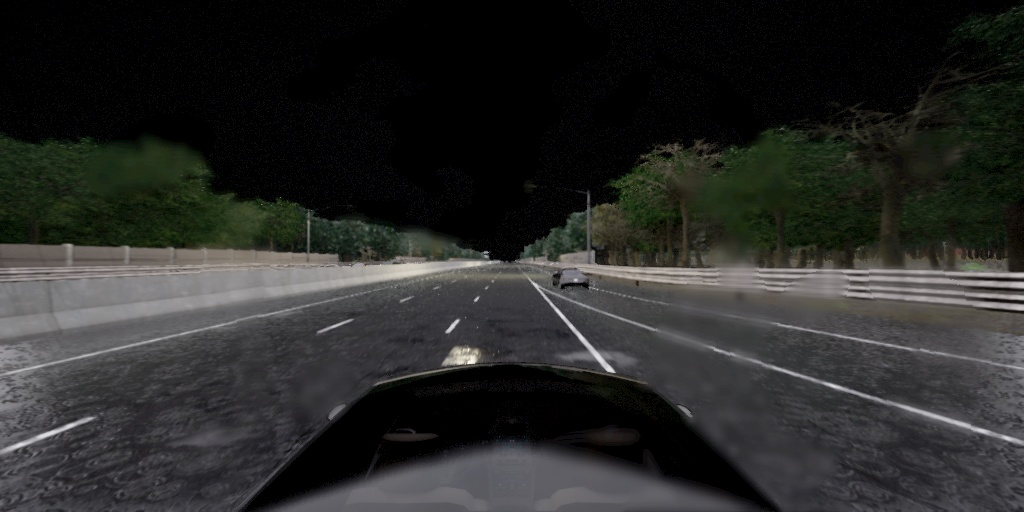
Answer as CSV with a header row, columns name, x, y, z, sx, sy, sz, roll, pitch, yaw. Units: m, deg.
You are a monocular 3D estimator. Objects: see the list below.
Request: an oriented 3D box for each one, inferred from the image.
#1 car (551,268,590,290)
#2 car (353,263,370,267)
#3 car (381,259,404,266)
name,x,y,z,sx,sy,sz,roll,pitch,yaw
car,3.972,1.532,24.961,1.994,1.385,4.181,0,-1,-4
car,-21.042,1.731,50.045,1.812,1.442,4.674,0,0,1
car,-17.540,1.569,51.365,2.097,1.767,4.553,0,-1,0
